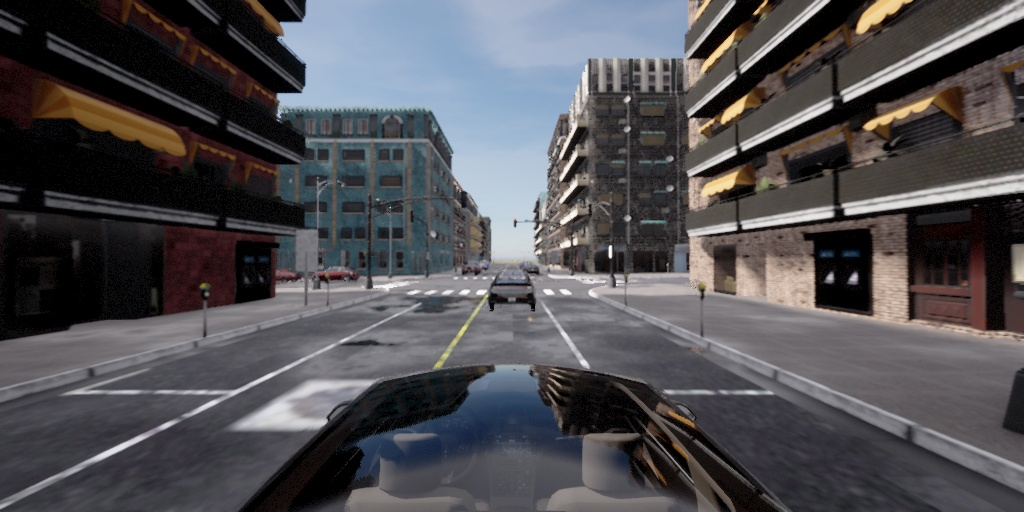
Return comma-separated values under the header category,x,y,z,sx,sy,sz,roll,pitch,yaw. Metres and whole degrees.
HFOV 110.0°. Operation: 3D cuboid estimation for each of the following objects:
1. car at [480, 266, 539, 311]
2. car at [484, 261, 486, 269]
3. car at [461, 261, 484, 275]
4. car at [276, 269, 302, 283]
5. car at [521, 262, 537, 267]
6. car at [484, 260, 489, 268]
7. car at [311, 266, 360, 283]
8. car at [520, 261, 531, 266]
category,x,y,z,sx,sy,sz,roll,pitch,yaw
car,0.042,1.381,15.363,2.128,1.511,4.902,0,0,1
car,-5.297,1.795,52.016,1.888,1.381,4.507,0,0,0
car,-5.299,1.511,46.464,2.192,1.841,5.009,0,0,0
car,-22.442,1.928,34.355,4.207,1.307,1.802,0,0,0
car,2.581,1.761,46.462,1.948,1.339,4.313,0,0,0
car,-5.293,1.900,63.119,1.888,1.381,4.507,0,0,0
car,-16.893,1.717,34.315,4.097,1.591,1.967,0,0,0
car,2.585,1.884,57.565,1.802,1.307,4.207,0,0,0
